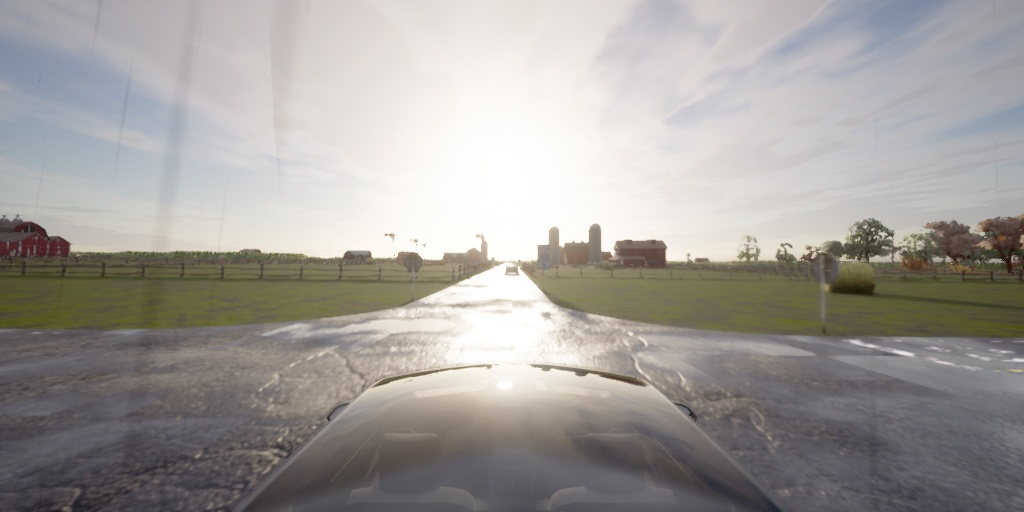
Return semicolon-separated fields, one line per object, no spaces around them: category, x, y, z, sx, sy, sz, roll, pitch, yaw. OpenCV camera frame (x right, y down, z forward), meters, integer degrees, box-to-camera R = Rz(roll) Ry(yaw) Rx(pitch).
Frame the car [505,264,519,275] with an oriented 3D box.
car;-0.007;1.872;51.467;2.128;1.511;4.902;0;-1;0
